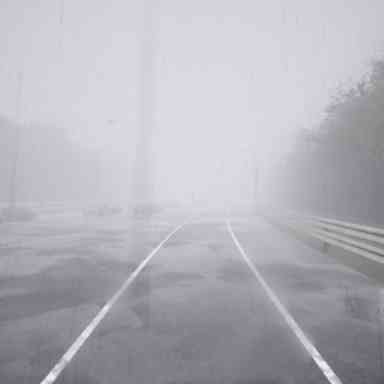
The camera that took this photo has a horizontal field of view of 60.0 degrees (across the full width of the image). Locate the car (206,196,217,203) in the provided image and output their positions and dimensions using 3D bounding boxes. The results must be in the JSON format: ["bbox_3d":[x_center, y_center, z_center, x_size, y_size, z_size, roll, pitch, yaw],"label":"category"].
[{"bbox_3d":[4.903,1.952,87.633,2.150,2.045,5.566,0,0,14],"label":"car"}]

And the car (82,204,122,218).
[{"bbox_3d":[-8.552,1.802,32.242,1.895,1.301,4.718,0,-1,14],"label":"car"}]

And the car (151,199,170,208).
[{"bbox_3d":[-5.586,1.983,59.278,1.812,1.442,4.674,0,-1,14],"label":"car"}]

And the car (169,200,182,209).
[{"bbox_3d":[-3.130,1.976,54.562,2.033,1.411,5.357,0,0,14],"label":"car"}]

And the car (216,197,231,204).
[{"bbox_3d":[8.300,2.237,86.795,1.837,1.490,4.892,0,0,14],"label":"car"}]

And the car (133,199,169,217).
[{"bbox_3d":[-4.444,1.734,34.323,2.128,1.511,4.902,0,-1,14],"label":"car"}]

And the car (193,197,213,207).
[{"bbox_3d":[1.921,2.065,60.534,1.994,1.385,4.181,0,0,14],"label":"car"}]

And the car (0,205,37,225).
[{"bbox_3d":[-13.849,1.665,25.275,1.994,1.385,4.181,0,-1,14],"label":"car"}]

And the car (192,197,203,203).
[{"bbox_3d":[1.494,2.218,88.431,1.837,1.490,4.892,0,0,14],"label":"car"}]
